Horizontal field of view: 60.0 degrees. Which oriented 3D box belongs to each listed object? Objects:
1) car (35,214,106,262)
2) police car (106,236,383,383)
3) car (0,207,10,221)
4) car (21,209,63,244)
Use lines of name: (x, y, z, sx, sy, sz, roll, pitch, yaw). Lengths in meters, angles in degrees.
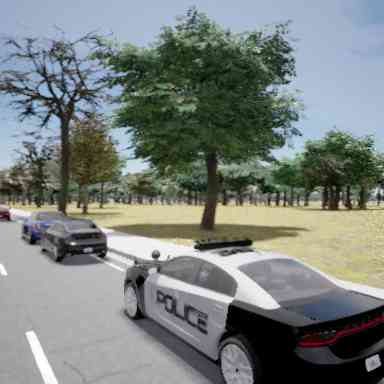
car: (-5.009, 1.863, 13.824, 1.837, 1.490, 4.892, 1, -2, -33)
police car: (0.428, 1.585, 5.566, 1.930, 1.638, 5.238, 1, -2, -33)
car: (-21.503, 2.408, 37.183, 1.882, 1.535, 5.008, 1, -2, -33)
car: (-8.290, 1.830, 18.814, 2.097, 1.767, 4.553, 1, -2, -33)
